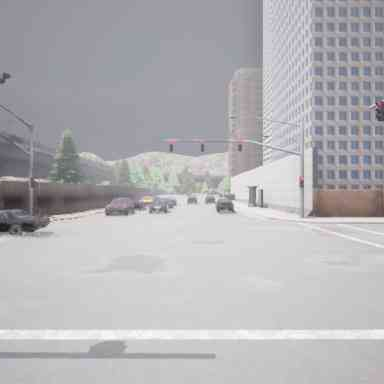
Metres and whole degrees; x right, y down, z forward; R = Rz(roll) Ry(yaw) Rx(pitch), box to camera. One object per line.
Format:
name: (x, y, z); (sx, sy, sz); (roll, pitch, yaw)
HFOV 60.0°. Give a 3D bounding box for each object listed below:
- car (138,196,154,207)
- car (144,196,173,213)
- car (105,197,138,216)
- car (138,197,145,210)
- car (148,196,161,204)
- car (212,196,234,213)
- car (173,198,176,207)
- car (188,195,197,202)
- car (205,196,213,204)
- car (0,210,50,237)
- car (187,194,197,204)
car: (-7.034, 1.478, 51.411); (1.882, 1.535, 5.008); (0, 0, 0)
car: (-3.550, 1.492, 36.497); (2.128, 1.511, 4.902); (0, 0, 0)
car: (-7.059, 1.352, 32.911); (2.097, 1.767, 4.553); (0, 0, 0)
car: (-7.049, 1.601, 41.897); (1.895, 1.301, 4.718); (0, 0, 0)
car: (-6.993, 1.478, 62.283); (1.882, 1.535, 5.008); (0, 0, 1)
car: (3.645, 1.505, 37.596); (1.837, 1.490, 4.892); (0, 0, 0)
car: (-3.550, 1.564, 45.416); (1.994, 1.385, 4.181); (0, 0, -1)
car: (0.078, 1.328, 74.507); (1.837, 1.490, 4.892); (0, 0, 0)
car: (3.574, 1.506, 64.955); (1.837, 1.490, 4.892); (0, 0, 0)
car: (-10.244, 1.627, 17.675); (4.718, 1.301, 1.895); (0, 0, 0)
car: (0.068, 1.478, 64.285); (1.882, 1.535, 5.008); (0, 0, 0)
